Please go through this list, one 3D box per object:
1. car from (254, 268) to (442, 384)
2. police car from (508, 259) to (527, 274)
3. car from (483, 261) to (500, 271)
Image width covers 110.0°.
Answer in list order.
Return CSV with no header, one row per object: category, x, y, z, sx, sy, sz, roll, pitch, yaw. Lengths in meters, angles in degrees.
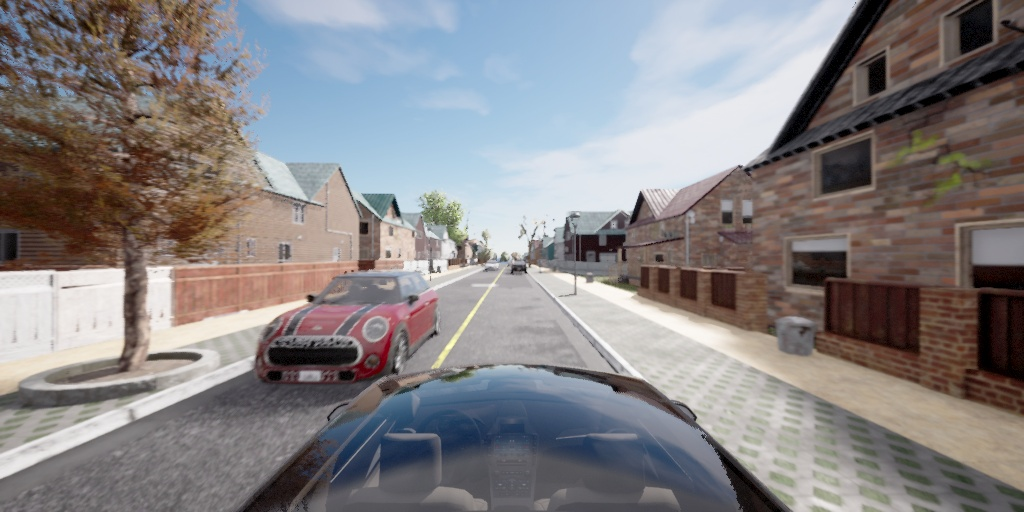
car,-2.851,1.103,7.304,2.097,1.767,4.553,0,0,0
police car,0.820,1.260,42.794,1.930,1.638,5.238,0,0,0
car,-2.822,1.388,50.431,1.812,1.442,4.674,0,0,0
